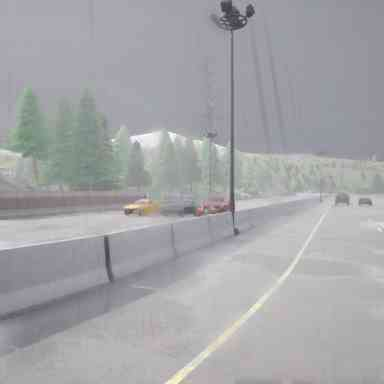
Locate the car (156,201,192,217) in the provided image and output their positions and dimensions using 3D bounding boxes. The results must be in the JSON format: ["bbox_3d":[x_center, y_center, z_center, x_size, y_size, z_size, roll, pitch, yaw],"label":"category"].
[{"bbox_3d":[-0.977,1.547,31.324,2.033,1.411,5.357,0,0,24],"label":"car"}]

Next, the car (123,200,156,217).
[{"bbox_3d":[-4.630,1.478,31.739,1.882,1.535,5.008,0,0,24],"label":"car"}]

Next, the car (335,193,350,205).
[{"bbox_3d":[25.911,1.221,57.363,2.150,2.045,5.566,0,0,24],"label":"car"}]

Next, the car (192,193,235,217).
[{"bbox_3d":[2.287,1.275,30.049,2.150,2.045,5.566,0,0,24],"label":"car"}]

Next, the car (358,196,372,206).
[{"bbox_3d":[29.398,1.491,56.597,2.128,1.511,4.902,0,0,24],"label":"car"}]
